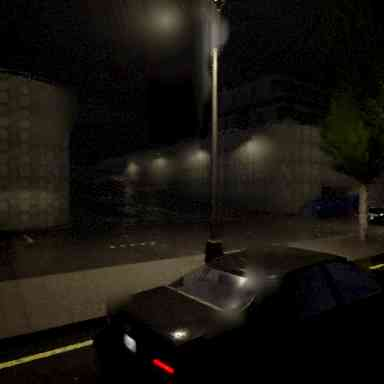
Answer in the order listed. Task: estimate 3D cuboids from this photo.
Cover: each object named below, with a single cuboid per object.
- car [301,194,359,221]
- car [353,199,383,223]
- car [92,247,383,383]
[{"bbox_3d":[11.680,1.214,27.400,5.566,2.045,2.150,0,1,-23],"label":"car"},{"bbox_3d":[14.107,1.489,23.878,4.902,1.511,2.128,0,0,-35],"label":"car"},{"bbox_3d":[1.424,1.547,4.762,5.357,1.411,2.033,0,0,-35],"label":"car"}]
